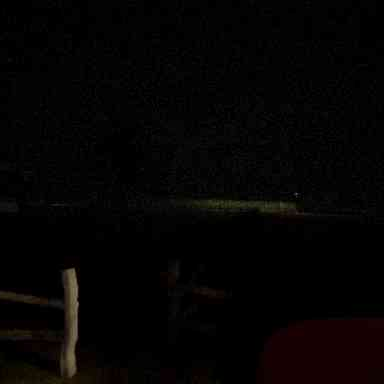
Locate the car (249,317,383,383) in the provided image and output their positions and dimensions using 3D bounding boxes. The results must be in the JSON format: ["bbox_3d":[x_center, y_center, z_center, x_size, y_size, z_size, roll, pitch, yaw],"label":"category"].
[{"bbox_3d":[2.984,1.419,1.721,5.566,2.045,2.150,0,-1,15],"label":"car"}]
